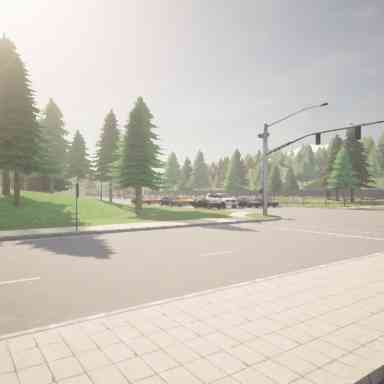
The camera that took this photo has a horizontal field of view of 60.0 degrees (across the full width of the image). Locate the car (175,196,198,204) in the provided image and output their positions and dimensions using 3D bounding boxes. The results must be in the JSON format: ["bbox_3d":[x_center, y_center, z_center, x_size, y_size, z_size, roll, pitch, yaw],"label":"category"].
[{"bbox_3d":[-1.143,1.547,67.047,2.033,1.411,5.357,0,0,-34],"label":"car"}]

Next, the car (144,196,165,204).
[{"bbox_3d":[-7.156,1.478,63.376,1.882,1.535,5.008,0,0,-35],"label":"car"}]

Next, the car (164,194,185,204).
[{"bbox_3d":[-3.404,1.352,64.131,2.097,1.767,4.553,0,0,-35],"label":"car"}]

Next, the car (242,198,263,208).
[{"bbox_3d":[7.677,1.547,48.301,2.033,1.411,5.357,0,0,-35],"label":"car"}]

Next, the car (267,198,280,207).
[{"bbox_3d":[10.604,1.547,50.230,2.033,1.411,5.357,0,0,-35],"label":"car"}]

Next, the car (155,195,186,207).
[{"bbox_3d":[-3.424,1.505,51.919,1.837,1.490,4.892,0,0,-35],"label":"car"}]

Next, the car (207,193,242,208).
[{"bbox_3d":[4.118,1.221,47.285,2.150,2.045,5.566,0,0,-34],"label":"car"}]

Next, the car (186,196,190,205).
[{"bbox_3d":[-1.492,1.478,55.262,1.882,1.535,5.008,0,0,-35],"label":"car"}]

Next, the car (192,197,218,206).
[{"bbox_3d":[2.167,1.601,56.149,1.895,1.301,4.718,0,0,-35],"label":"car"}]

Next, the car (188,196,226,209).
[{"bbox_3d":[1.931,1.601,44.296,1.895,1.301,4.718,0,0,-35],"label":"car"}]

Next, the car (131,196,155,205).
[{"bbox_3d":[-9.290,1.547,60.302,2.033,1.411,5.357,0,0,-36],"label":"car"}]
